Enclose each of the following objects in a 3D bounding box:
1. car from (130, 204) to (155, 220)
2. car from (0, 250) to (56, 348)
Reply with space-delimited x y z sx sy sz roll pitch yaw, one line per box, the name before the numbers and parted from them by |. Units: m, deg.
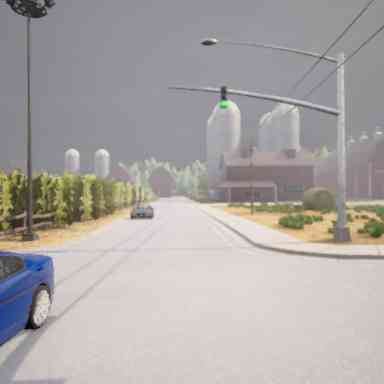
car | -4.337 1.744 29.612 1.994 1.385 4.181 0 0 -3
car | -3.467 1.545 4.177 1.882 1.535 5.008 0 0 0
